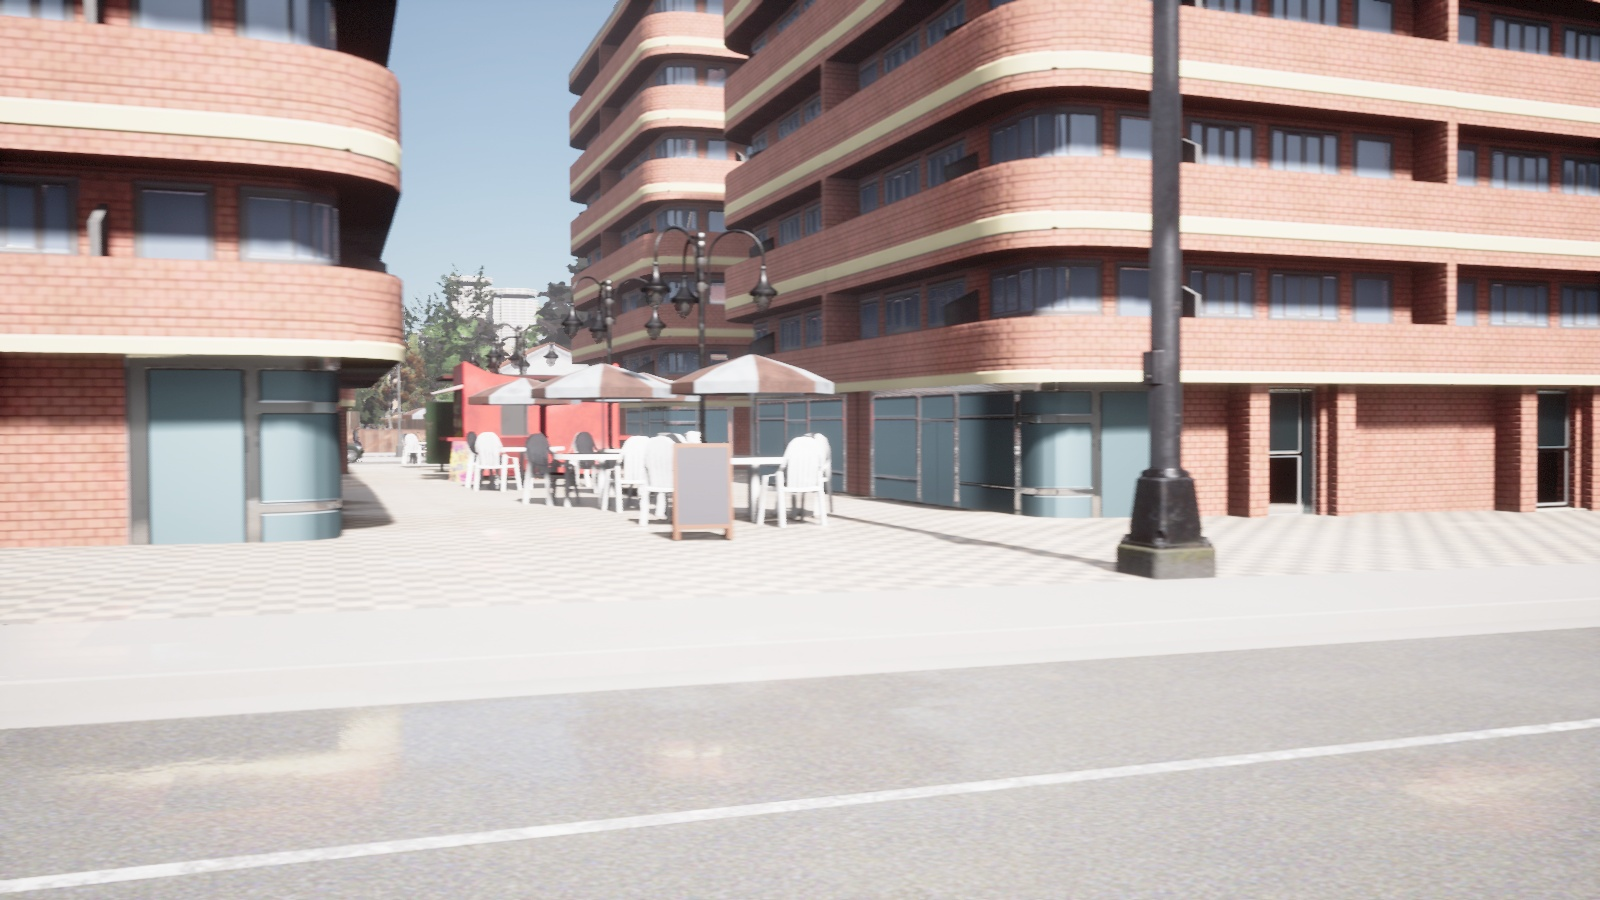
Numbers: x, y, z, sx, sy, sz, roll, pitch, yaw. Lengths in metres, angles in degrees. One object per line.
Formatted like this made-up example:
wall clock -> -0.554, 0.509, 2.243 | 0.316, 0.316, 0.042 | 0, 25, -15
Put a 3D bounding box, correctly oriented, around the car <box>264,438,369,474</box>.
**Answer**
car -> -25.454, 0.298, 66.159 | 5.027, 1.651, 2.152 | -2, 1, -21
